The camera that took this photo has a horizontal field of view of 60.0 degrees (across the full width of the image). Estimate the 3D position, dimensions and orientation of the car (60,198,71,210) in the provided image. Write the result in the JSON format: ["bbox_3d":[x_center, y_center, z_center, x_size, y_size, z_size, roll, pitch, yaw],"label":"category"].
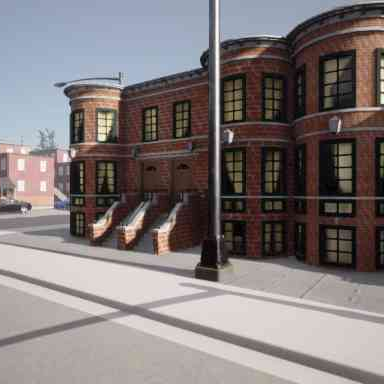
[{"bbox_3d":[-13.327,1.599,41.167,1.895,1.301,4.718,0,0,36],"label":"car"}]

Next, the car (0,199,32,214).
[{"bbox_3d":[-18.767,1.491,33.567,2.128,1.511,4.902,0,0,36],"label":"car"}]

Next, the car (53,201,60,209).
[{"bbox_3d":[-15.729,1.478,43.828,1.882,1.535,5.008,0,0,35],"label":"car"}]
